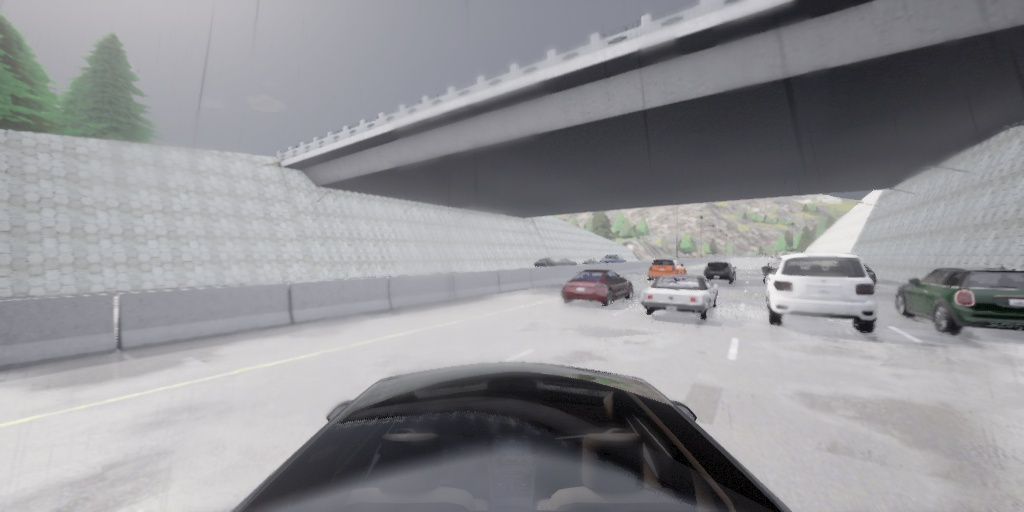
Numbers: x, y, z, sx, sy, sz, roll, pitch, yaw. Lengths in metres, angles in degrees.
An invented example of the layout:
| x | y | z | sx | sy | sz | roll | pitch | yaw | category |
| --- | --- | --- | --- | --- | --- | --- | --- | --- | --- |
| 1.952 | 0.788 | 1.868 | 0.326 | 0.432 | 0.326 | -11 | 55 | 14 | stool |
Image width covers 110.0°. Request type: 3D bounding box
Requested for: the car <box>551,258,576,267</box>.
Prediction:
| x | y | z | sx | sy | sz | roll | pitch | yaw | category |
| --- | --- | --- | --- | --- | --- | --- | --- | --- | --- |
| 8.086 | 1.078 | 53.593 | 1.812 | 1.442 | 4.674 | 0 | 0 | 34 | car |

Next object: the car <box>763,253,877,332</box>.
| x | y | z | sx | sy | sz | roll | pitch | yaw | category |
| --- | --- | --- | --- | --- | --- | --- | --- | --- | --- |
| 9.173 | 0.930 | 11.037 | 2.150 | 2.045 | 5.566 | 0 | 1 | 34 | car |

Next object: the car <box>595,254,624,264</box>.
| x | y | z | sx | sy | sz | roll | pitch | yaw | category |
| --- | --- | --- | --- | --- | --- | --- | --- | --- | --- |
| 13.853 | 0.782 | 49.645 | 2.150 | 2.045 | 5.566 | 0 | 0 | 34 | car |

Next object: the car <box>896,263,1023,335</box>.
| x | y | z | sx | sy | sz | roll | pitch | yaw | category |
| --- | --- | --- | --- | --- | --- | --- | --- | --- | --- |
| 12.535 | 1.059 | 9.757 | 2.097 | 1.767 | 4.553 | 0 | 0 | 34 | car |

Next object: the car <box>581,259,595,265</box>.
| x | y | z | sx | sy | sz | roll | pitch | yaw | category |
| --- | --- | --- | --- | --- | --- | --- | --- | --- | --- |
| 11.613 | 1.116 | 52.567 | 1.994 | 1.385 | 4.181 | 0 | 0 | 34 | car |

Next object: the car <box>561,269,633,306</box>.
| x | y | z | sx | sy | sz | roll | pitch | yaw | category |
| --- | --- | --- | --- | --- | --- | --- | --- | --- | --- |
| 3.800 | 1.258 | 15.583 | 1.994 | 1.385 | 4.181 | 0 | 0 | 34 | car |

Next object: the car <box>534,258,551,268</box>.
| x | y | z | sx | sy | sz | roll | pitch | yaw | category |
| --- | --- | --- | --- | --- | --- | --- | --- | --- | --- |
| 5.157 | 1.053 | 55.497 | 1.837 | 1.490 | 4.892 | 0 | 0 | 34 | car |

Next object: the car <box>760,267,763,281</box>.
| x | y | z | sx | sy | sz | roll | pitch | yaw | category |
| --- | --- | --- | --- | --- | --- | --- | --- | --- | --- |
| 18.173 | 1.141 | 24.433 | 2.128 | 1.511 | 4.902 | 0 | 0 | 34 | car |

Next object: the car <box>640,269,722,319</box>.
| x | y | z | sx | sy | sz | roll | pitch | yaw | category |
| --- | --- | --- | --- | --- | --- | --- | --- | --- | --- |
| 6.088 | 1.304 | 12.724 | 1.895 | 1.301 | 4.718 | 0 | 0 | 34 | car |

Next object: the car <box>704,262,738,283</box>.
| x | y | z | sx | sy | sz | roll | pitch | yaw | category |
| --- | --- | --- | --- | --- | --- | --- | --- | --- | --- |
| 15.296 | 1.151 | 26.424 | 1.837 | 1.490 | 4.892 | 0 | 1 | 34 | car |

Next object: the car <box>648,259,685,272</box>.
| x | y | z | sx | sy | sz | roll | pitch | yaw | category |
| --- | --- | --- | --- | --- | --- | --- | --- | --- | --- |
| 12.178 | 0.992 | 28.065 | 2.097 | 1.767 | 4.553 | 0 | 0 | 34 | car |
